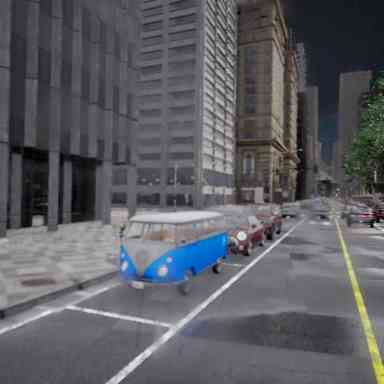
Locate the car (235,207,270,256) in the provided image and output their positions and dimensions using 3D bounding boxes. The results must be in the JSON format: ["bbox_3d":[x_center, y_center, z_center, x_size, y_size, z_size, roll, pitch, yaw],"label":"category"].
[{"bbox_3d":[1.781,1.614,13.873,1.967,1.590,4.097,1,-1,22],"label":"car"}]

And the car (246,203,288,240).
[{"bbox_3d":[3.876,1.577,18.947,2.192,1.841,5.009,1,-1,22],"label":"car"}]

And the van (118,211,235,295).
[{"bbox_3d":[-0.309,1.427,8.802,1.690,1.788,3.998,1,-1,22],"label":"van"}]

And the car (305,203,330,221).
[{"bbox_3d":[13.019,2.116,33.948,2.033,1.411,5.357,1,-1,23],"label":"car"}]

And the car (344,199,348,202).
[{"bbox_3d":[38.485,2.941,80.493,1.887,1.381,4.507,1,0,22],"label":"car"}]

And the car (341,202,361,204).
[{"bbox_3d":[17.157,2.184,36.036,1.812,1.442,4.674,1,-1,22],"label":"car"}]

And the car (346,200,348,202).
[{"bbox_3d":[36.417,2.904,75.482,1.802,1.307,4.206,1,0,22],"label":"car"}]

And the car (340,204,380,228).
[{"bbox_3d":[13.402,1.997,26.747,2.128,1.511,4.902,1,-1,22],"label":"car"}]

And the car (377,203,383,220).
[{"bbox_3d":[18.027,1.940,30.896,2.192,1.841,5.009,1,-1,22],"label":"car"}]

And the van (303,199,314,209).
[{"bbox_3d":[22.349,2.331,63.724,1.690,1.788,3.998,1,0,22],"label":"van"}]

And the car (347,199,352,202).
[{"bbox_3d":[32.286,2.611,65.463,1.967,1.590,4.097,1,0,22],"label":"car"}]

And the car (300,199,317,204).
[{"bbox_3d":[20.282,2.227,58.714,2.192,1.841,5.009,1,-1,22],"label":"car"}]

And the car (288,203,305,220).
[{"bbox_3d":[10.149,2.087,34.162,1.947,1.339,4.313,1,-1,22],"label":"car"}]
